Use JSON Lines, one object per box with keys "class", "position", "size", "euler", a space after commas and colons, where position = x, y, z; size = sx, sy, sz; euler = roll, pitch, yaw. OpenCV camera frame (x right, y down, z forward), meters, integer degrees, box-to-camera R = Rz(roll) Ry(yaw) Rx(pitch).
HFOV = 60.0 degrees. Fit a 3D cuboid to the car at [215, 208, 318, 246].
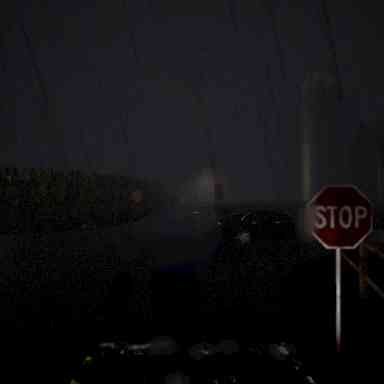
{"class": "car", "position": [3.447, 1.478, 14.597], "size": [4.892, 1.490, 1.837], "euler": [-1, -1, -3]}
